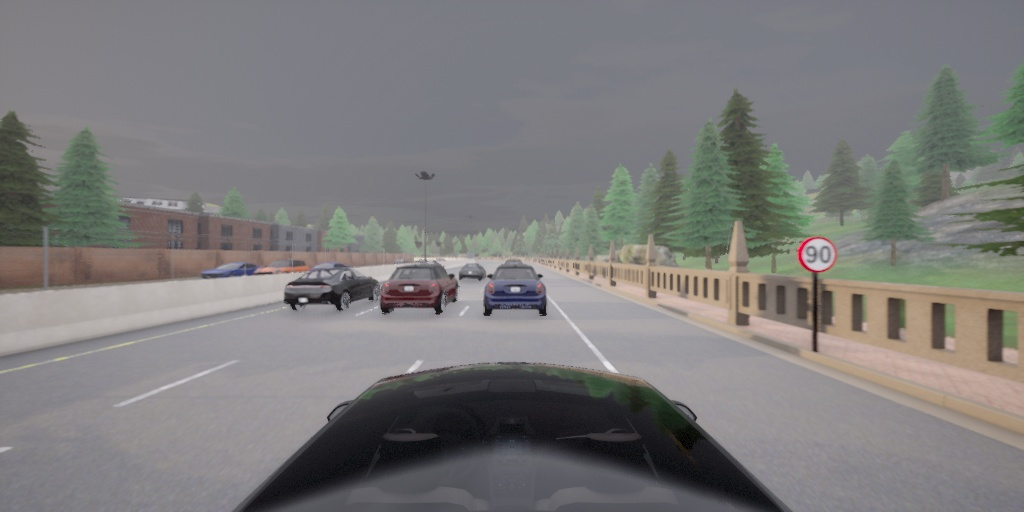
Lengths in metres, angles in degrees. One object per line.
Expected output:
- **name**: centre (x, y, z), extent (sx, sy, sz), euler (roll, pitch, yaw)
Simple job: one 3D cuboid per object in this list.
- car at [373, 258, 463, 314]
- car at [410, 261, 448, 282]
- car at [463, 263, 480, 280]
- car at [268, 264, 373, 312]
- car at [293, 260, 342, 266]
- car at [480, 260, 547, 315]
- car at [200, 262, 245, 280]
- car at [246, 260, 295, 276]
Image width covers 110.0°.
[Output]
- **car**: centre (-3.384, 1.099, 13.940), extent (2.097, 1.767, 4.553), euler (0, 0, 0)
- **car**: centre (-6.859, 1.235, 30.197), extent (2.128, 1.511, 4.902), euler (0, 0, 0)
- **car**: centre (-3.357, 1.307, 30.869), extent (1.994, 1.385, 4.181), euler (0, 0, 0)
- **car**: centre (-6.884, 1.238, 14.258), extent (2.128, 1.511, 4.902), euler (0, 0, 0)
- **car**: centre (-14.058, 1.221, 27.347), extent (1.882, 1.535, 5.008), euler (0, 0, 0)
- **car**: centre (0.114, 1.098, 13.596), extent (2.097, 1.767, 4.553), euler (0, 0, 0)
- **car**: centre (-21.058, 1.220, 27.331), extent (1.882, 1.535, 5.008), euler (0, 0, 0)
- **car**: centre (-17.557, 1.095, 27.559), extent (2.097, 1.767, 4.553), euler (0, 0, 0)
